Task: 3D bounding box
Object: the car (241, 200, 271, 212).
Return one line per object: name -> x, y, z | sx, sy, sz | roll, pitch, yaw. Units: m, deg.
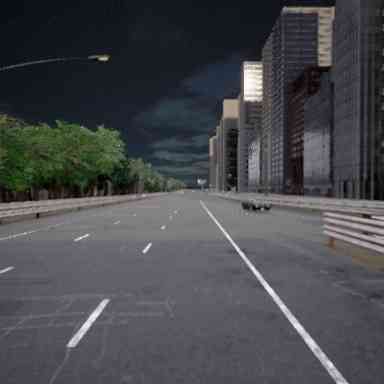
car -> 6.784, 1.462, 35.941 | 1.895, 1.301, 4.718 | 0, 0, -9
